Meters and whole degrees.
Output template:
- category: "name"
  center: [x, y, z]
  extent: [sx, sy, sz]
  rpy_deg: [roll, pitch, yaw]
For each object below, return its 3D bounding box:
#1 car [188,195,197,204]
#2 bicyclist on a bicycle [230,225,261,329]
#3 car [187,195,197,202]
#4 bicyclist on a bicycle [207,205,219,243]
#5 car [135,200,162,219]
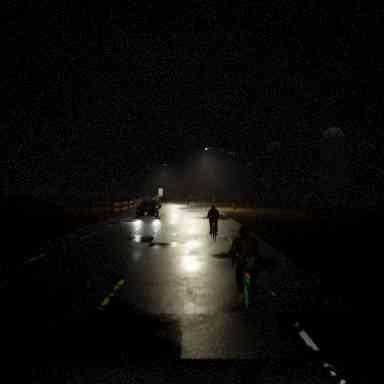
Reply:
- category: "car"
  center: [0.108, 1.454, 63.497]
  extent: [1.837, 1.490, 4.892]
  rpy_deg: [0, -1, 0]
- category: "bicyclist on a bicycle"
  center: [0.966, 1.442, 5.984]
  extent: [0.582, 1.620, 1.656]
  rpy_deg: [0, 0, 0]
- category: "car"
  center: [0.023, 1.516, 77.416]
  extent: [2.128, 1.511, 4.902]
  rpy_deg: [0, 0, 0]
- category: "bicyclist on a bicycle"
  center: [0.969, 1.413, 14.951]
  extent: [0.582, 1.620, 1.656]
  rpy_deg: [0, 0, 0]
- category: "car"
  center: [-3.591, 1.429, 28.214]
  extent: [1.837, 1.490, 4.892]
  rpy_deg: [0, 0, 0]
